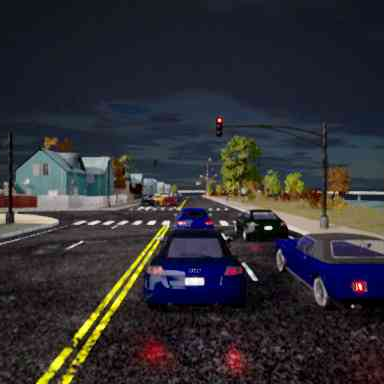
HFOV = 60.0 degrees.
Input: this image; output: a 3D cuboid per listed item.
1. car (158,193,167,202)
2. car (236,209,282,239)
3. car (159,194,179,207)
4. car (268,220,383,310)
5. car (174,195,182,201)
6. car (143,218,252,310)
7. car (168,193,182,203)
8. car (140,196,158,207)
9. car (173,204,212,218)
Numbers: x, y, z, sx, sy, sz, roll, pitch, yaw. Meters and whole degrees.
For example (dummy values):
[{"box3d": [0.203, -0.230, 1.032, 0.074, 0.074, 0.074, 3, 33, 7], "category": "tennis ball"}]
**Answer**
[{"box3d": [-6.609, 1.425, 65.395, 1.882, 1.535, 5.008, 0, 0, 0], "category": "car"}, {"box3d": [3.329, 1.539, 16.498, 1.994, 1.385, 4.181, 0, 0, 0], "category": "car"}, {"box3d": [-3.399, 1.427, 50.159, 1.882, 1.535, 5.008, 0, 1, 1], "category": "car"}, {"box3d": [3.345, 1.588, 7.738, 1.895, 1.301, 4.718, 0, 0, 0], "category": "car"}, {"box3d": [-3.350, 1.426, 80.755, 1.882, 1.535, 5.008, 0, 0, 0], "category": "car"}, {"box3d": [0.081, 1.551, 7.898, 1.994, 1.385, 4.181, 0, 0, 1], "category": "car"}, {"box3d": [-3.345, 1.440, 67.908, 2.128, 1.511, 4.902, 0, 0, 0], "category": "car"}, {"box3d": [-6.647, 1.513, 50.083, 1.994, 1.385, 4.181, 0, 0, 0], "category": "car"}, {"box3d": [0.065, 1.500, 16.585, 1.812, 1.442, 4.674, 0, 0, -2], "category": "car"}]
